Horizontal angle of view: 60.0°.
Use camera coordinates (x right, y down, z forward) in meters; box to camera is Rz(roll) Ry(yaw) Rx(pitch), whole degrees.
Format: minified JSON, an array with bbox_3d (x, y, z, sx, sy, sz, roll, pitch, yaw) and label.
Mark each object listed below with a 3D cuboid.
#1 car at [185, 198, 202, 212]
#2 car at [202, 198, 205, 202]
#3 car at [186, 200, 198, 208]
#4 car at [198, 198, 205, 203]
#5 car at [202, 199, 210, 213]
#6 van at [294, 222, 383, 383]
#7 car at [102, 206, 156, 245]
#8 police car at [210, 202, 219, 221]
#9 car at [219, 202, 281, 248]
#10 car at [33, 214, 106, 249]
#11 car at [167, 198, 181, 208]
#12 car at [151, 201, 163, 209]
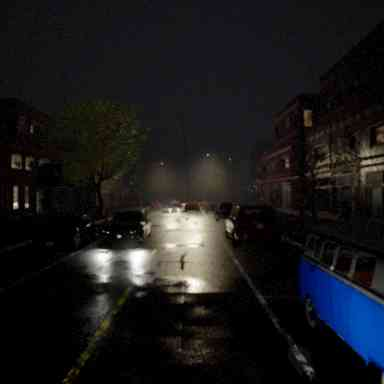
[{"bbox_3d":[0.020,1.929,46.145,1.882,1.535,5.008,0,0,0],"label":"car"},{"bbox_3d":[2.683,2.219,71.101,1.752,1.417,4.829,-1,-1,0],"label":"car"},{"bbox_3d":[-0.003,2.159,60.951,1.994,1.385,4.181,0,-1,0],"label":"car"},{"bbox_3d":[2.682,2.452,93.105,1.887,1.381,4.507,-1,-1,0],"label":"car"},{"bbox_3d":[2.684,1.968,43.212,1.887,1.381,4.507,-1,-1,0],"label":"car"},{"bbox_3d":[2.686,1.386,4.407,1.690,1.788,3.998,-1,-1,0],"label":"van"},{"bbox_3d":[-3.101,1.668,16.599,1.837,1.490,4.892,0,-1,0],"label":"car"},{"bbox_3d":[2.998,1.722,30.183,1.930,1.638,5.238,0,-1,0],"label":"police car"},{"bbox_3d":[2.685,1.468,15.495,2.192,1.841,5.009,-1,-1,0],"label":"car"},{"bbox_3d":[-5.694,1.719,15.492,1.947,1.339,4.313,-1,-1,0],"label":"car"},{"bbox_3d":[-3.048,2.175,58.798,1.895,1.301,4.718,0,-1,1],"label":"car"},{"bbox_3d":[-5.696,2.113,54.298,1.802,1.307,4.206,0,-1,0],"label":"car"}]
